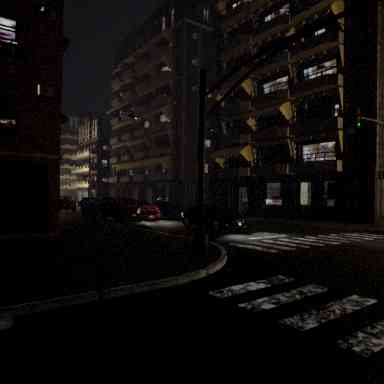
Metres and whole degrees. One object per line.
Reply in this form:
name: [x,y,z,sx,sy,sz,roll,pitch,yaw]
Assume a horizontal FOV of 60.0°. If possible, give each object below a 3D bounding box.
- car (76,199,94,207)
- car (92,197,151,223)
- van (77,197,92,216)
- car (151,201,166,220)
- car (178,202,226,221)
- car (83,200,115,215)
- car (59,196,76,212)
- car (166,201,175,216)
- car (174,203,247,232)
car: [-18.434,1.868,57.309,1.802,1.307,4.206,1,-1,-35]
car: [-5.521,1.310,25.459,2.192,1.841,5.009,1,-1,-35]
van: [-8.745,1.355,30.008,1.690,1.788,3.998,1,-1,-35]
car: [-4.519,1.405,28.315,2.097,1.767,4.553,1,-1,-35]
car: [0.806,1.686,30.151,1.752,1.417,4.829,1,-1,-35]
car: [-10.230,1.651,36.378,1.994,1.385,4.181,1,-1,-35]
car: [-15.190,1.369,39.108,2.192,1.841,5.009,1,-1,-35]
car: [-2.780,1.595,30.935,1.882,1.535,5.008,1,-1,-35]
car: [1.214,1.527,20.273,1.837,1.490,4.892,1,-1,-36]
